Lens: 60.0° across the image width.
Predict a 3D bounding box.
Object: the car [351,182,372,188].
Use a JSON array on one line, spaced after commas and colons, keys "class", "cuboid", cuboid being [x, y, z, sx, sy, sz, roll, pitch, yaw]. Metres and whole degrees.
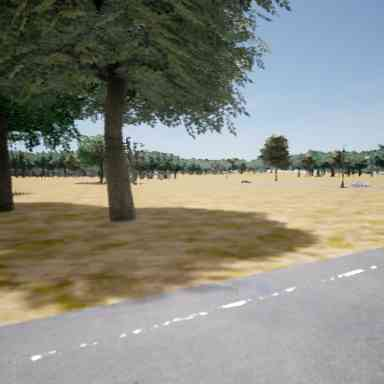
[{"class": "car", "cuboid": [40.631, -1.762, 79.762, 1.812, 1.442, 4.674, -2, 3, -35]}]
